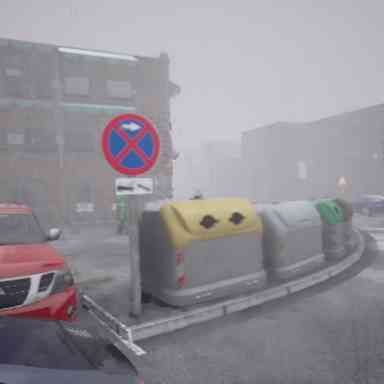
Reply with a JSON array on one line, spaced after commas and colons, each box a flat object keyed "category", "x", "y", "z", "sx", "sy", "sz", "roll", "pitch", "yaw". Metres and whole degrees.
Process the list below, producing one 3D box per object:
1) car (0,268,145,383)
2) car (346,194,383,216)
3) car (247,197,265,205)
[{"category": "car", "x": -2.288, "y": 1.559, "z": 1.816, "sx": 4.181, "sy": 1.385, "sz": 1.994, "roll": 0, "pitch": 0, "yaw": -36}, {"category": "car", "x": 13.137, "y": 0.944, "z": 25.372, "sx": 1.882, "sy": 1.535, "sz": 5.008, "roll": -2, "pitch": 0, "yaw": -10}, {"category": "car", "x": 7.034, "y": 1.400, "z": 41.413, "sx": 1.882, "sy": 1.535, "sz": 5.008, "roll": -2, "pitch": 0, "yaw": -23}]
